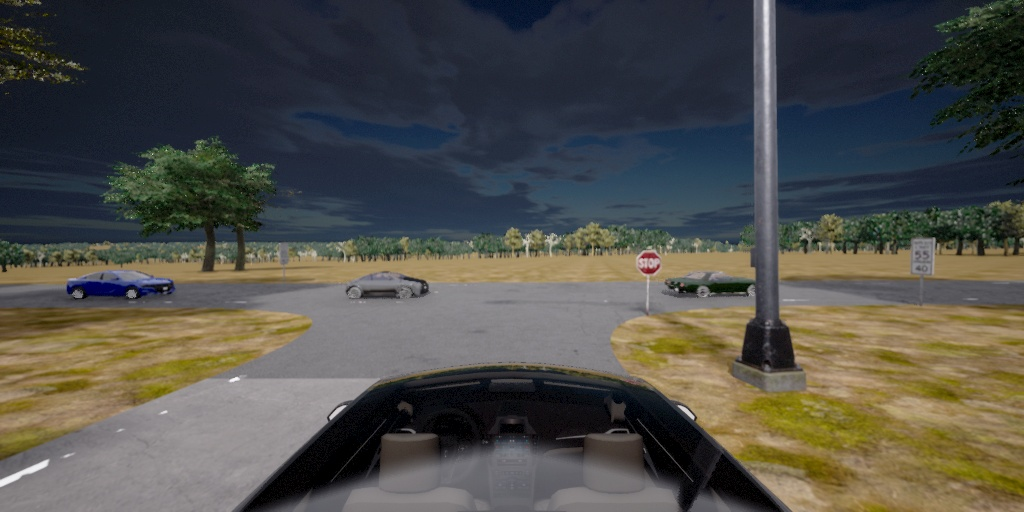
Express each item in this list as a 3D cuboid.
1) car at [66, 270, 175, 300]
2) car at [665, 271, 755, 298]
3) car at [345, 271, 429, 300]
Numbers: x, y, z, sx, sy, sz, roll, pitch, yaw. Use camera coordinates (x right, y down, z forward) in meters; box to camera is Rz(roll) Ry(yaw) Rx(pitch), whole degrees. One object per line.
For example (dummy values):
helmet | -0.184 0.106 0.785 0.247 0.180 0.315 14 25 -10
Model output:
car | -21.634 1.535 19.934 5.008 1.535 1.882 0 2 3
car | 10.810 1.453 19.040 4.718 1.301 1.895 -1 2 -8
car | -6.653 1.525 19.284 4.181 1.385 1.994 0 2 2
